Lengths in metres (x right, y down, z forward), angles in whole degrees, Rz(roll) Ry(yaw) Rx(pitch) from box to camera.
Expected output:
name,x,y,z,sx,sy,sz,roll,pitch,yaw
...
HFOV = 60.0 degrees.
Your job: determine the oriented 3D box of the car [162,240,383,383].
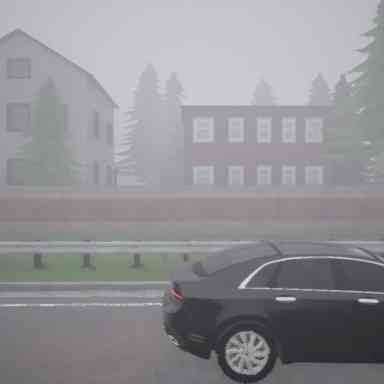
name,x,y,z,sx,sy,sz,roll,pitch,yaw
car,2.030,1.500,4.810,4.892,1.490,1.837,0,0,-1
